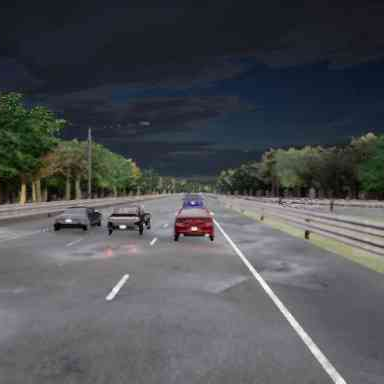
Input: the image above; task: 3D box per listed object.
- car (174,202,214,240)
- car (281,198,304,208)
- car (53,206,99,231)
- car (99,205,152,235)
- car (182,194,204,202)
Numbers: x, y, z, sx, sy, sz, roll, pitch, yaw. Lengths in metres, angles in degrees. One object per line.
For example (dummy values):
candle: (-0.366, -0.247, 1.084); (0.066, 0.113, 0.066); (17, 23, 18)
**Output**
car: (0.099, 1.486, 17.246); (1.882, 1.535, 5.008); (0, 0, 0)
car: (15.813, 1.655, 52.919); (1.882, 1.535, 5.008); (0, 0, -16)
car: (-6.895, 1.568, 20.615); (1.994, 1.385, 4.181); (1, 0, 0)
car: (-3.402, 1.502, 18.789); (2.128, 1.511, 4.902); (0, 0, 0)
car: (0.097, 1.255, 36.343); (2.150, 2.045, 5.566); (0, 0, 0)
